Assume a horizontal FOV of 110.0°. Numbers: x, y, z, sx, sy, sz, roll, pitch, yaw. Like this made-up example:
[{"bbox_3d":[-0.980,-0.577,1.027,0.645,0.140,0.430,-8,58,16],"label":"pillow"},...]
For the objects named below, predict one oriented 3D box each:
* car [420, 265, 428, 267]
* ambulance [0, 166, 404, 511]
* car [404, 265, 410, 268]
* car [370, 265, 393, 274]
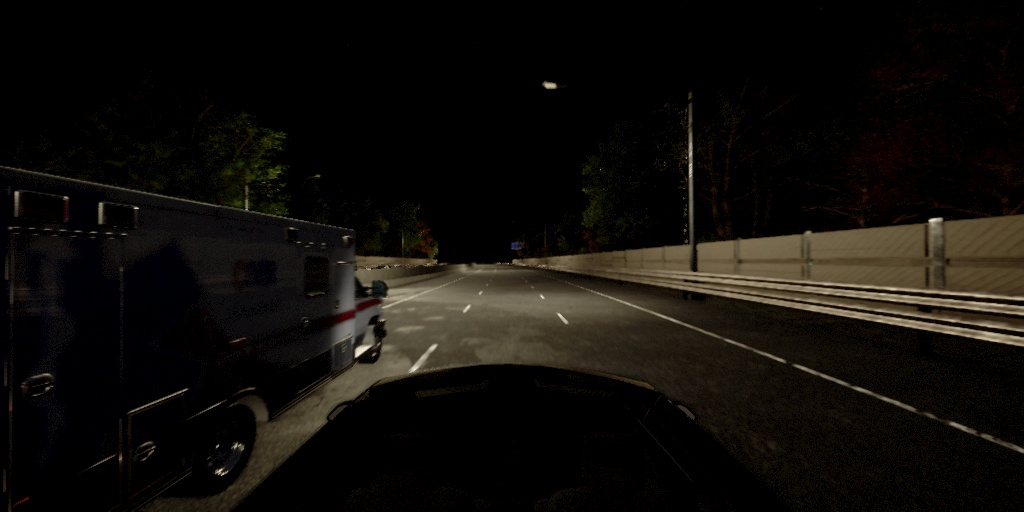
[{"bbox_3d":[-15.132,2.236,61.393,2.033,1.411,5.357,0,-1,-2],"label":"car"},{"bbox_3d":[-3.531,0.813,4.499,2.351,2.431,6.366,0,-1,0],"label":"ambulance"},{"bbox_3d":[-18.655,2.228,61.666,1.812,1.442,4.674,0,-1,-1],"label":"car"},{"bbox_3d":[-22.122,2.258,61.067,2.033,1.411,5.357,0,-1,-2],"label":"car"}]
